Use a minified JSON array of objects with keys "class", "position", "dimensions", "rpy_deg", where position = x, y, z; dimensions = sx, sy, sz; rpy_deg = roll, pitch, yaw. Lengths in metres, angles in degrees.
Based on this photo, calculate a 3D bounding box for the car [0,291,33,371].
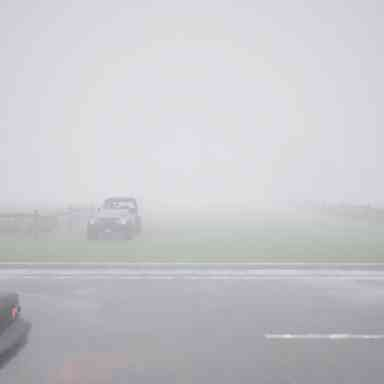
[{"class":"car","position":[-4.705,1.547,3.587],"dimensions":[5.357,1.411,2.033],"rpy_deg":[0,0,1]}]

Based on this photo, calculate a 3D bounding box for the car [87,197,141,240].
[{"class":"car","position":[-3.572,1.213,15.899],"dimensions":[1.905,1.878,3.866],"rpy_deg":[0,0,1]}]

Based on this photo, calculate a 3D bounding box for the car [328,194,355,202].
[{"class":"car","position":[27.390,1.210,60.824],"dimensions":[4.605,1.855,1.932],"rpy_deg":[0,0,1]}]
